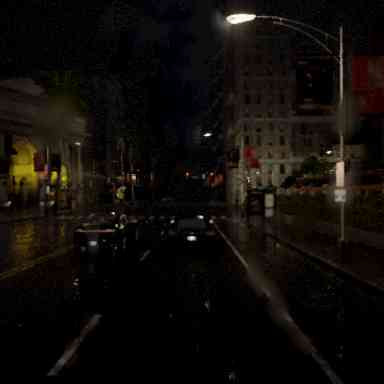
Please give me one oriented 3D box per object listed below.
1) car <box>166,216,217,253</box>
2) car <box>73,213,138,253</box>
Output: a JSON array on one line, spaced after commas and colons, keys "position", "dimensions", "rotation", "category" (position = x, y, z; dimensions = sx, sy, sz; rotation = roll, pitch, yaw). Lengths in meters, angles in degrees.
[{"position": [-0.003, 1.699, 14.280], "dimensions": [1.994, 1.385, 4.181], "rotation": [0, 0, 0], "category": "car"}, {"position": [-3.502, 1.627, 14.239], "dimensions": [2.128, 1.511, 4.902], "rotation": [0, 0, 0], "category": "car"}]
